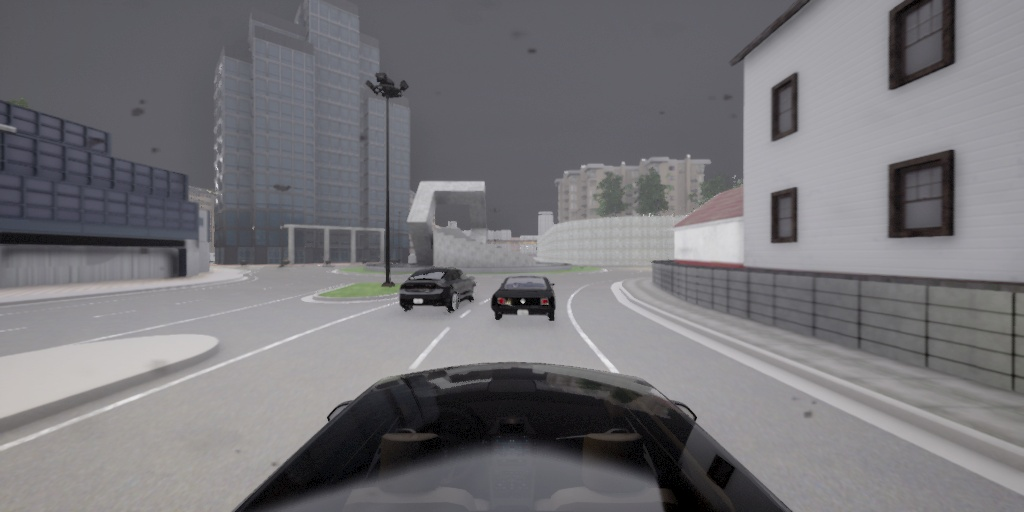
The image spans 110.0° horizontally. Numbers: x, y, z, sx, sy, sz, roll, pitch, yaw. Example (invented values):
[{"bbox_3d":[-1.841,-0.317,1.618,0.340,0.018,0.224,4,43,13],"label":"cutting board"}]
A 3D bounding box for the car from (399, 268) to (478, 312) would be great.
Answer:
[{"bbox_3d":[-2.684,1.202,13.996,1.837,1.490,4.892,-1,0,8],"label":"car"}]

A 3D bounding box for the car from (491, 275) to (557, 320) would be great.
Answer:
[{"bbox_3d":[0.554,1.305,12.365,1.895,1.301,4.718,0,0,6],"label":"car"}]
